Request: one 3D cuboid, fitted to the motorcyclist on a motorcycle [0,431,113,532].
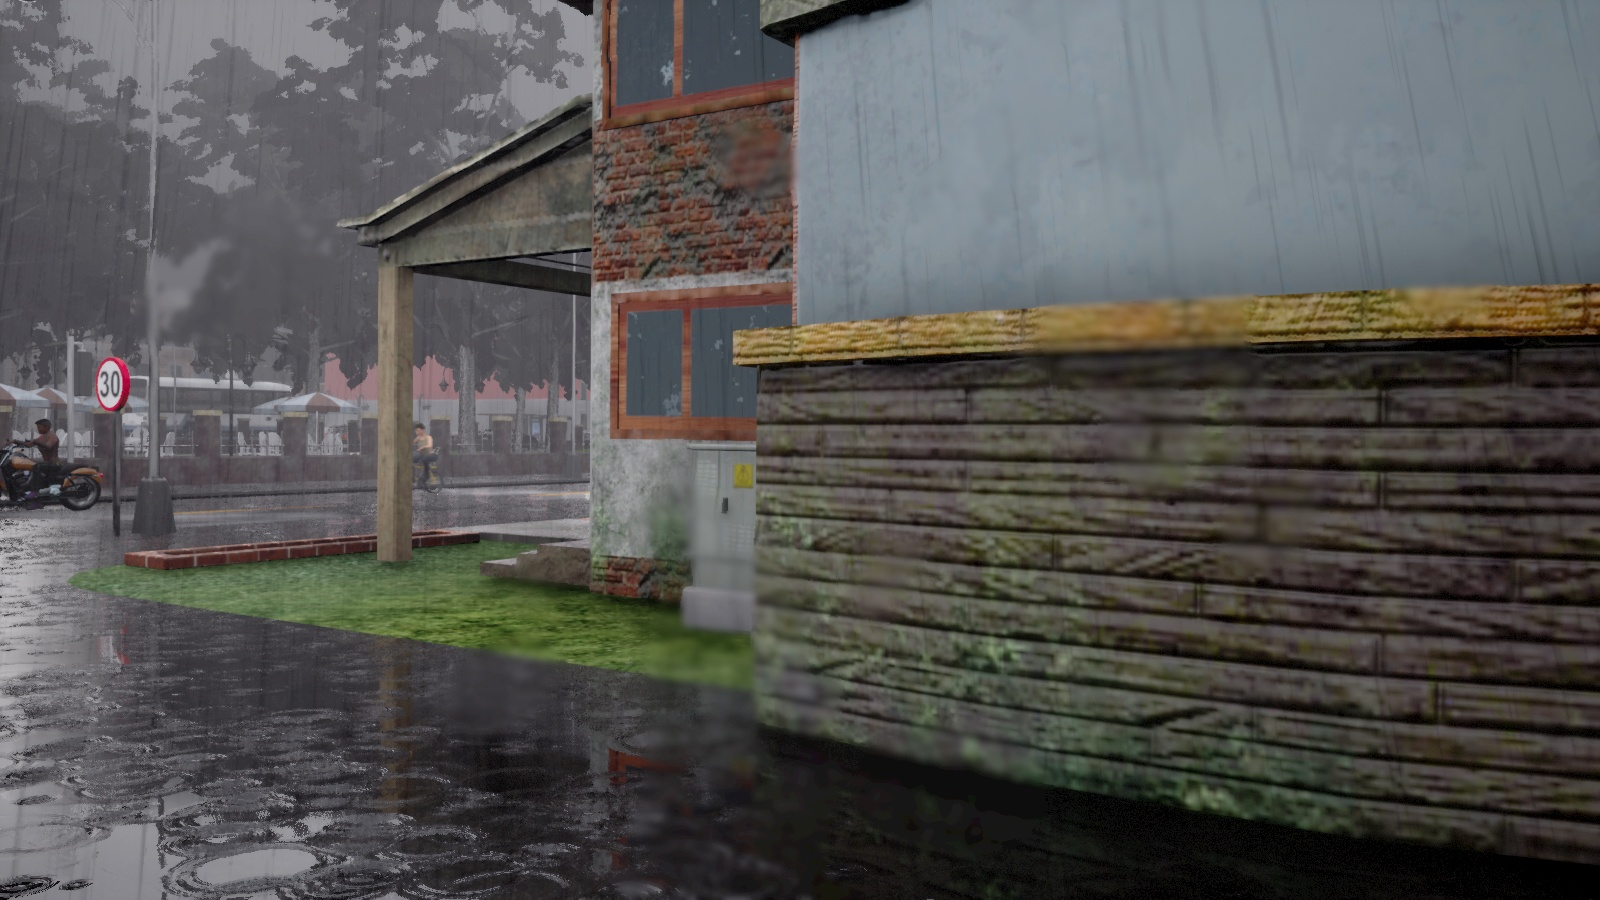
[{"bbox_3d":[-13.089,0.508,21.365,0.766,1.649,2.350,0,1,33],"label":"motorcyclist on a motorcycle"}]

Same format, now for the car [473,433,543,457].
[{"bbox_3d":[-21.171,-0.393,91.302,2.033,1.649,4.856,0,1,33],"label":"car"}]

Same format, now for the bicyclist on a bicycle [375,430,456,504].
[{"bbox_3d":[-8.612,0.362,28.143,0.866,1.612,1.509,0,1,33],"label":"bicyclist on a bicycle"}]

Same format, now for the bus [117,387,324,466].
[{"bbox_3d":[-33.350,-1.338,72.843,3.944,4.253,10.273,0,1,33],"label":"bus"}]

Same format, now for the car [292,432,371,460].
[{"bbox_3d":[-31.098,-0.269,83.530,2.097,1.767,4.553,0,1,33],"label":"car"}]
